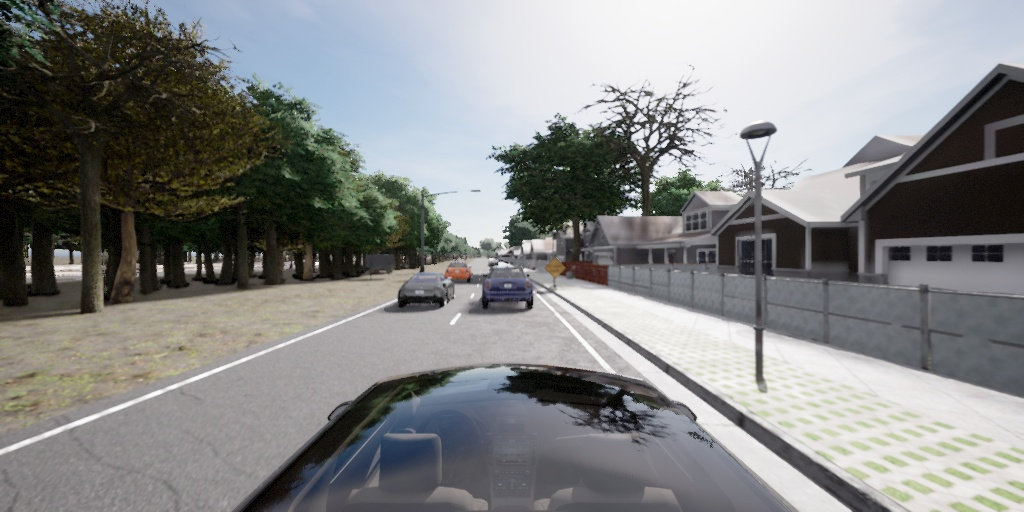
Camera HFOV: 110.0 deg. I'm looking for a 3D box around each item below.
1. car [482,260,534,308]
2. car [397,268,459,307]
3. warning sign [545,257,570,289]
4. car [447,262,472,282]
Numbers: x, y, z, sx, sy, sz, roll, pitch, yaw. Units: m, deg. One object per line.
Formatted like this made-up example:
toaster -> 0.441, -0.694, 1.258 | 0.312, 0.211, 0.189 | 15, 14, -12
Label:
car -> -0.234, 1.208, 16.133 | 2.097, 1.767, 4.553 | 0, -1, -2
car -> -3.738, 1.425, 16.230 | 1.994, 1.385, 4.181 | 0, 0, -2
warning sign -> 2.582, 1.002, 21.605 | 1.300, 1.860, 1.060 | 0, 0, -3
car -> -4.574, 1.295, 31.054 | 2.097, 1.767, 4.553 | 0, -1, -4
